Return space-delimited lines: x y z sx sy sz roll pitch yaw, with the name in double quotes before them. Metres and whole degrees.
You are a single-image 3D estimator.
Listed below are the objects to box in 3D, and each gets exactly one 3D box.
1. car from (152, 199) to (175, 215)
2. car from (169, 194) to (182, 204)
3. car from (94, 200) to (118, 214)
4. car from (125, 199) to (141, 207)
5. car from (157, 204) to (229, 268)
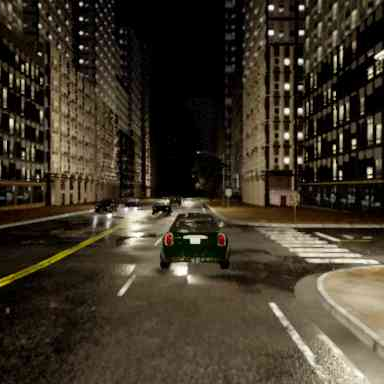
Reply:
"car" -3.149 1.743 35.982 1.895 1.301 4.718 0 0 0
"car" -3.147 1.471 63.130 2.150 2.045 5.566 0 0 0
"car" -9.832 1.657 38.451 1.837 1.490 4.892 0 -1 0
"car" -9.780 1.818 55.112 1.895 1.301 4.718 0 0 1
"car" 0.102 1.510 12.053 2.097 1.767 4.553 0 -1 0
